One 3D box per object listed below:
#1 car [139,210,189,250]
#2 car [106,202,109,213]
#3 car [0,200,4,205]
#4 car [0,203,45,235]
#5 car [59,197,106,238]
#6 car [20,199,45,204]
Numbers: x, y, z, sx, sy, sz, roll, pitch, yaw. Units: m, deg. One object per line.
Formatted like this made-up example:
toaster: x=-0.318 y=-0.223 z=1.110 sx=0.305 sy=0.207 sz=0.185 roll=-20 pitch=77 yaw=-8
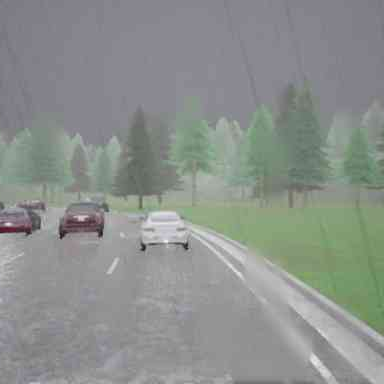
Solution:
car: x=-1.238 y=1.497 z=14.137 sx=1.812 sy=1.442 sz=4.674 roll=0 pitch=0 yaw=-8
car: x=-10.602 y=1.313 z=35.354 sx=2.097 sy=1.767 sz=4.553 roll=-1 pitch=0 yaw=-37
car: x=-22.834 y=1.512 z=37.467 sx=4.892 sy=1.490 sz=1.837 roll=-1 pitch=-1 yaw=39
car: x=-9.623 y=1.561 z=18.349 sx=1.994 sy=1.385 sz=4.181 roll=0 pitch=0 yaw=-17
car: x=-5.882 y=1.334 z=18.018 sx=2.097 sy=1.767 sz=4.553 roll=0 pitch=0 yaw=-15
car: x=-18.643 y=1.514 z=38.475 sx=4.674 sy=1.442 sz=1.812 roll=0 pitch=0 yaw=42
